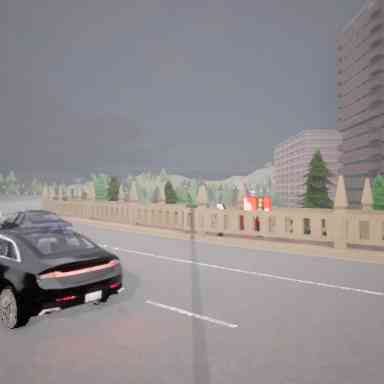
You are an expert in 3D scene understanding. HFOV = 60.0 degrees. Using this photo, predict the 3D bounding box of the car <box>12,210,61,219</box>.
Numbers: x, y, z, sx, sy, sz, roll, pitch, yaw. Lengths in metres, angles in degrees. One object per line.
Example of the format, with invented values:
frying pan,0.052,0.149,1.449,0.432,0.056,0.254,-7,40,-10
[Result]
car,-7.264,1.547,15.171,2.033,1.411,5.357,0,0,-44

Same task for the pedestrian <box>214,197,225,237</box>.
pedestrian,1.333,1.141,15.646,0.375,1.860,0.375,0,0,41

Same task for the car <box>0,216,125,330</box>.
car,-3.481,1.491,6.971,4.902,1.511,2.128,0,0,39

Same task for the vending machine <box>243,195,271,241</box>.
vending machine,3.120,1.195,16.002,0.880,2.100,1.100,0,0,41
